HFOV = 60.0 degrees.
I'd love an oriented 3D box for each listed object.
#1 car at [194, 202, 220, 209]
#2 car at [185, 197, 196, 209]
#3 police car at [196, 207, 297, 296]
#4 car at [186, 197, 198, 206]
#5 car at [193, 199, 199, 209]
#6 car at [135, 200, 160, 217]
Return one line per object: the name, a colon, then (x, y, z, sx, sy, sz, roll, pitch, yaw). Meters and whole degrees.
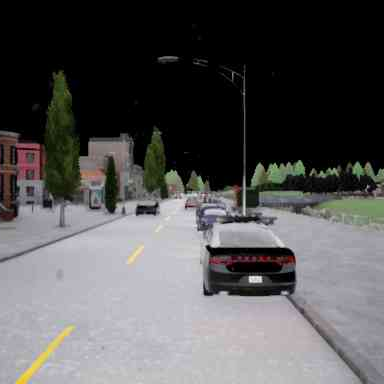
car: (1.202, 1.522, 18.660, 1.812, 1.442, 4.674, 0, 0, 0)
car: (0.033, 1.555, 44.569, 1.994, 1.385, 4.181, 0, 0, 0)
police car: (1.183, 1.423, 8.773, 1.930, 1.638, 5.238, 0, 0, 0)
car: (0.004, 1.536, 56.870, 2.033, 1.411, 5.357, 0, 0, 0)
car: (1.201, 1.500, 24.660, 1.837, 1.490, 4.892, 0, 0, 0)
car: (-4.098, 1.471, 31.459, 1.882, 1.535, 5.008, 0, 0, 0)
